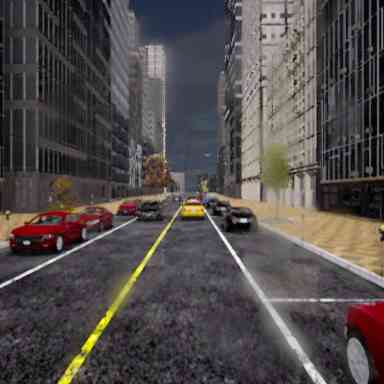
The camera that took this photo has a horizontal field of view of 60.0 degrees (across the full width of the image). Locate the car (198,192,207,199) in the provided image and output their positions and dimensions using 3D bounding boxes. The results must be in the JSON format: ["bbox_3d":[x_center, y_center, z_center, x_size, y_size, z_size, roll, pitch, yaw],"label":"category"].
[{"bbox_3d":[2.683,0.966,87.683,2.192,1.841,5.009,0,0,0],"label":"car"}]

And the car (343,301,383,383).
[{"bbox_3d":[2.691,1.538,2.301,1.887,1.381,4.507,0,0,0],"label":"car"}]

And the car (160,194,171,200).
[{"bbox_3d":[-5.696,1.283,64.755,1.752,1.417,4.829,0,0,0],"label":"car"}]

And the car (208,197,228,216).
[{"bbox_3d":[2.688,1.462,30.762,1.947,1.339,4.313,0,0,0],"label":"car"}]

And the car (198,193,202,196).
[{"bbox_3d":[0.053,1.320,45.033,1.882,1.535,5.008,0,0,1],"label":"car"}]

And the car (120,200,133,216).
[{"bbox_3d":[-5.692,1.441,30.770,1.887,1.381,4.507,0,0,0],"label":"car"}]

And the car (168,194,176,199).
[{"bbox_3d":[-5.699,1.174,93.387,2.008,1.369,4.403,0,0,0],"label":"car"}]

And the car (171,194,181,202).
[{"bbox_3d":[-3.009,1.256,68.273,2.128,1.511,4.902,0,0,0],"label":"car"}]

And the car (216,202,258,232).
[{"bbox_3d":[2.689,1.503,19.378,1.947,1.339,4.313,0,0,0],"label":"car"}]

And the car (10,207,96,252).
[{"bbox_3d":[-5.690,1.501,13.691,1.887,1.381,4.507,0,0,0],"label":"car"}]

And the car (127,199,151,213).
[{"bbox_3d":[-5.693,1.441,36.462,1.947,1.339,4.313,0,0,0],"label":"car"}]

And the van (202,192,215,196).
[{"bbox_3d":[2.687,1.172,47.840,1.690,1.788,3.998,0,0,0],"label":"van"}]

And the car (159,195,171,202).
[{"bbox_3d":[-5.697,1.282,70.619,2.008,1.369,4.403,0,0,0],"label":"car"}]

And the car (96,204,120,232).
[{"bbox_3d":[-5.691,1.519,19.385,1.802,1.307,4.206,0,0,0],"label":"car"}]

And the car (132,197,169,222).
[{"bbox_3d":[-3.102,1.419,25.831,1.837,1.490,4.892,0,0,0],"label":"car"}]

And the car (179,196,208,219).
[{"bbox_3d":[0.094,1.363,27.809,1.801,1.575,5.366,0,0,0],"label":"car"}]

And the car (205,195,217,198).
[{"bbox_3d":[2.687,1.419,42.147,1.947,1.339,4.313,0,0,0],"label":"car"}]
